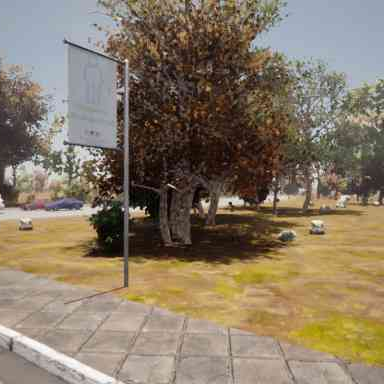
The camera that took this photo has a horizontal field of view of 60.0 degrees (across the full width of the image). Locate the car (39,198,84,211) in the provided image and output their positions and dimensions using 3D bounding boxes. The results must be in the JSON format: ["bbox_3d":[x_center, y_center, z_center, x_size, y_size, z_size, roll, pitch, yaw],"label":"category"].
[{"bbox_3d":[-15.397,1.515,40.152,1.812,1.442,4.674,0,0,38],"label":"car"}]

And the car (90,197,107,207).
[{"bbox_3d":[-12.699,1.466,49.274,1.837,1.490,4.892,0,0,38],"label":"car"}]

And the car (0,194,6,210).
[{"bbox_3d":[-21.415,1.221,32.591,2.150,2.045,5.566,0,0,39],"label":"car"}]

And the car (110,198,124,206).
[{"bbox_3d":[-9.193,1.556,48.090,1.895,1.301,4.718,0,0,37],"label":"car"}]

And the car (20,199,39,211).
[{"bbox_3d":[-18.958,1.556,41.288,1.994,1.385,4.181,0,0,39],"label":"car"}]
